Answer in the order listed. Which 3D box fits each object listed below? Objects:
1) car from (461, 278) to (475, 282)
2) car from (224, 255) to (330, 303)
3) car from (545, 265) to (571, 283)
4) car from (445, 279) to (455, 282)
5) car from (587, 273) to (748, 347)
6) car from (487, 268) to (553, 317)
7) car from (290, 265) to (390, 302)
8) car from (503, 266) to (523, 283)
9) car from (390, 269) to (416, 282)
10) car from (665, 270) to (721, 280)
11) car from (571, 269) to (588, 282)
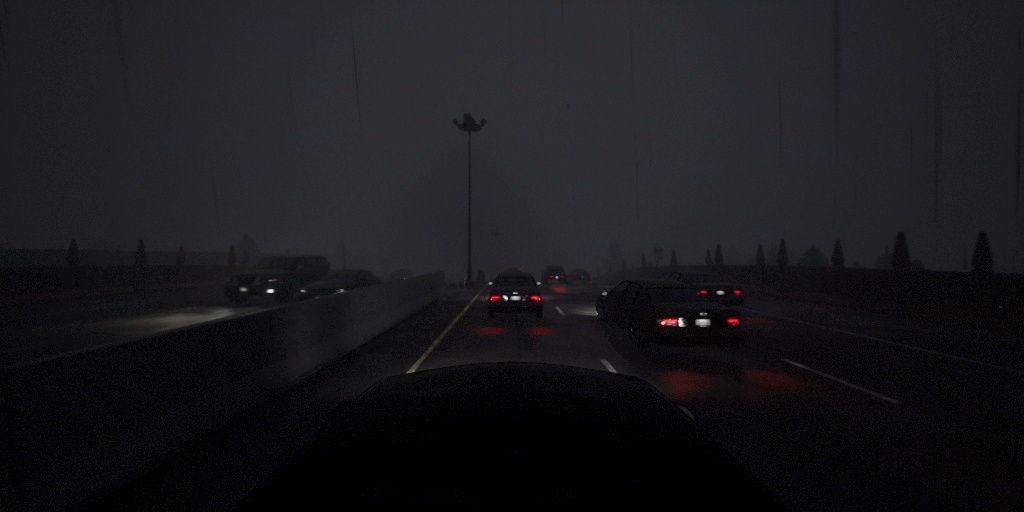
[{"bbox_3d":[-7.030,4.310,57.747,1.882,1.535,5.008,0,-7,1],"label":"car"},{"bbox_3d":[-10.597,0.969,16.926,2.150,2.045,5.566,0,0,0],"label":"car"},{"bbox_3d":[3.606,1.599,31.170,1.837,1.490,4.892,0,-3,0],"label":"car"},{"bbox_3d":[-10.525,4.612,60.123,1.882,1.535,5.008,0,-7,1],"label":"car"},{"bbox_3d":[3.601,1.297,9.277,2.033,1.411,5.357,0,0,0],"label":"car"},{"bbox_3d":[0.102,1.297,13.142,2.033,1.411,5.357,0,0,0],"label":"car"},{"bbox_3d":[-7.097,1.274,15.420,1.812,1.442,4.674,0,0,0],"label":"car"},{"bbox_3d":[0.107,1.938,36.709,1.882,1.535,5.008,0,-4,0],"label":"car"},{"bbox_3d":[-14.066,2.632,46.421,2.150,2.045,5.566,0,-7,0],"label":"car"},{"bbox_3d":[7.103,1.297,14.727,2.033,1.411,5.357,0,0,0],"label":"car"},{"bbox_3d":[7.094,2.118,38.350,1.812,1.442,4.674,0,-5,0],"label":"car"}]
